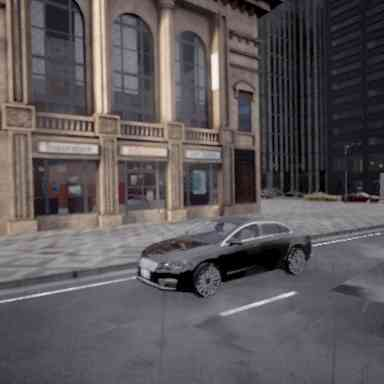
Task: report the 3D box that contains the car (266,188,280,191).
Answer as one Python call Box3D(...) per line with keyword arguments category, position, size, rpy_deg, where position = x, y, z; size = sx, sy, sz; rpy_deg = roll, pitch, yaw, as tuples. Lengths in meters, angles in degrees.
Box3D(category="car", position=(14.157, 0.355, 63.505), size=(2.128, 1.511, 4.902), rpy_deg=(-2, 2, -36))

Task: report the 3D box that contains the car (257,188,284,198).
Box3D(category="car", position=(15.497, 0.091, 66.215), size=(2.192, 1.841, 5.009), rpy_deg=(-1, 1, -36))

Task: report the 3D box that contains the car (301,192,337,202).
Box3D(category="car", position=(18.544, 0.680, 47.411), size=(1.752, 1.417, 4.829), rpy_deg=(-1, 1, -36))

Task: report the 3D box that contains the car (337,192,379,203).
Box3D(category="car", position=(21.733, 0.743, 42.985), size=(1.887, 1.381, 4.507), rpy_deg=(-1, 1, -36))

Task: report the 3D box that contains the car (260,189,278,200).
Box3D(category="car", position=(11.870, 0.604, 56.677), size=(1.887, 1.381, 4.507), rpy_deg=(-1, 1, -36))

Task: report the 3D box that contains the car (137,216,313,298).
Box3D(category="car", position=(1.015, 1.404, 8.392), size=(4.902, 1.511, 2.128), rpy_deg=(-1, 1, -35))

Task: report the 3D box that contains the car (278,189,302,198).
Box3D(category="car", position=(18.787, 0.391, 61.656), size=(1.947, 1.339, 4.313), rpy_deg=(-1, 1, -36))
